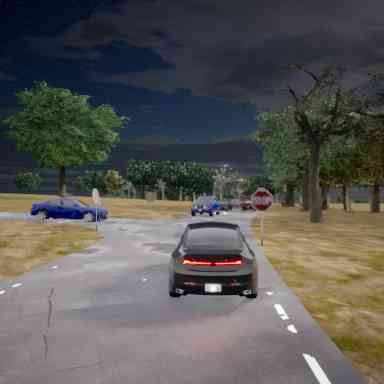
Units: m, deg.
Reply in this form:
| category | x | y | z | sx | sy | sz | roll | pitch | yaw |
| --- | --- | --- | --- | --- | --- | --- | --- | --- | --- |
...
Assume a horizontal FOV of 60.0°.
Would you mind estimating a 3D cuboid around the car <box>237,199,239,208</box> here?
| category | x | y | z | sx | sy | sz | roll | pitch | yaw |
| --- | --- | --- | --- | --- | --- | --- | --- | --- | --- |
| car | 7.286 | 1.914 | 55.049 | 2.097 | 1.767 | 4.553 | 0 | -1 | 16 |

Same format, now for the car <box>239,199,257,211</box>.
| category | x | y | z | sx | sy | sz | roll | pitch | yaw |
| --- | --- | --- | --- | --- | --- | --- | --- | --- | --- |
| car | 8.316 | 1.902 | 47.178 | 1.882 | 1.535 | 5.008 | 0 | -1 | 16 |

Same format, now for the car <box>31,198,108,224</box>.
| category | x | y | z | sx | sy | sz | roll | pitch | yaw |
| --- | --- | --- | --- | --- | --- | --- | --- | --- | --- |
| car | -8.105 | 1.186 | 22.230 | 5.008 | 1.535 | 1.882 | 3 | -1 | 3 |

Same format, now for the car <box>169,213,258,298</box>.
| category | x | y | z | sx | sy | sz | roll | pitch | yaw |
| --- | --- | --- | --- | --- | --- | --- | --- | --- | --- |
| car | 0.529 | 1.510 | 8.513 | 1.837 | 1.490 | 4.892 | 0 | 0 | 3 |

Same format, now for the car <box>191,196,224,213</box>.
| category | x | y | z | sx | sy | sz | roll | pitch | yaw |
| --- | --- | --- | --- | --- | --- | --- | --- | --- | --- |
| car | 1.518 | 1.456 | 35.052 | 2.150 | 2.045 | 5.566 | 0 | -1 | 15 |

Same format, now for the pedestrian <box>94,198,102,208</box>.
| category | x | y | z | sx | sy | sz | roll | pitch | yaw |
| --- | --- | --- | --- | --- | --- | --- | --- | --- | --- |
| pedestrian | -8.094 | 1.099 | 28.436 | 0.375 | 1.860 | 0.375 | 0 | -4 | 7 |

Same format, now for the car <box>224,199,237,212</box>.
| category | x | y | z | sx | sy | sz | roll | pitch | yaw |
| --- | --- | --- | --- | --- | --- | --- | --- | --- | --- |
| car | 4.352 | 1.946 | 45.180 | 2.033 | 1.411 | 5.357 | 0 | -1 | 17 |
